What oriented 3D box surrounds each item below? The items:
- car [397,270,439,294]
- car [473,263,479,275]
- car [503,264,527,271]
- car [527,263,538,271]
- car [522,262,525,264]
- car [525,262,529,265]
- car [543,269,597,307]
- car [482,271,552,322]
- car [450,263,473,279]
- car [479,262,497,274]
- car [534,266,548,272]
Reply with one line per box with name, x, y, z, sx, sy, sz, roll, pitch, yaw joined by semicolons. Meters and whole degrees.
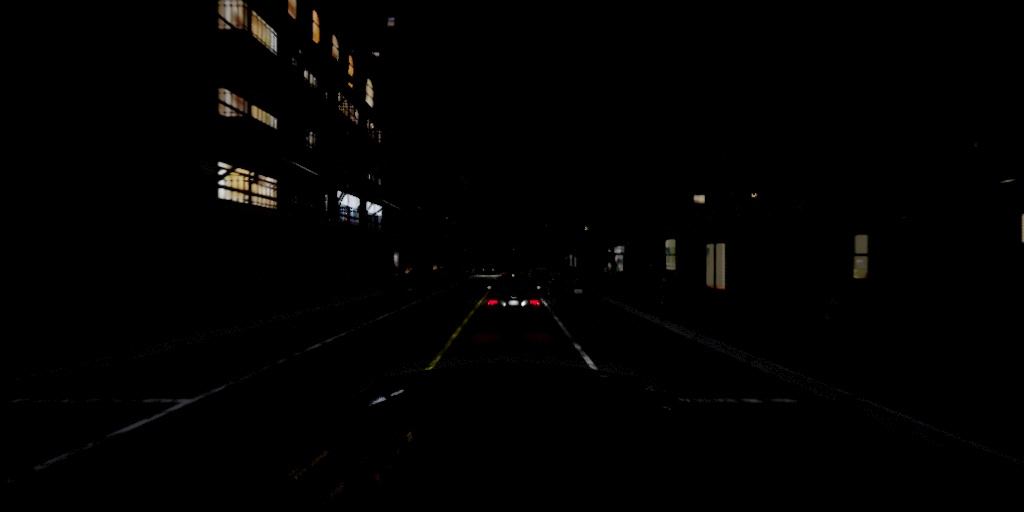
car;-5.697;1.542;22.203;1.948;1.339;4.313;0;0;0
car;-5.700;1.793;44.912;1.948;1.339;4.313;0;0;0
car;0.081;1.659;32.936;1.994;1.385;4.181;0;-1;0
car;2.683;1.646;33.530;1.888;1.381;4.507;0;0;0
car;2.680;1.855;50.561;1.948;1.339;4.313;0;0;0
car;2.682;1.690;39.377;1.751;1.417;4.829;0;0;0
car;2.686;1.479;16.498;1.948;1.339;4.313;0;0;0
car;0.065;1.420;12.834;2.033;1.411;5.357;0;-1;0
car;-5.699;1.746;39.234;1.802;1.307;4.207;0;0;0
car;-3.091;1.750;49.062;1.882;1.535;5.008;0;-1;0
car;2.685;1.527;22.176;2.007;1.370;4.403;0;0;0
